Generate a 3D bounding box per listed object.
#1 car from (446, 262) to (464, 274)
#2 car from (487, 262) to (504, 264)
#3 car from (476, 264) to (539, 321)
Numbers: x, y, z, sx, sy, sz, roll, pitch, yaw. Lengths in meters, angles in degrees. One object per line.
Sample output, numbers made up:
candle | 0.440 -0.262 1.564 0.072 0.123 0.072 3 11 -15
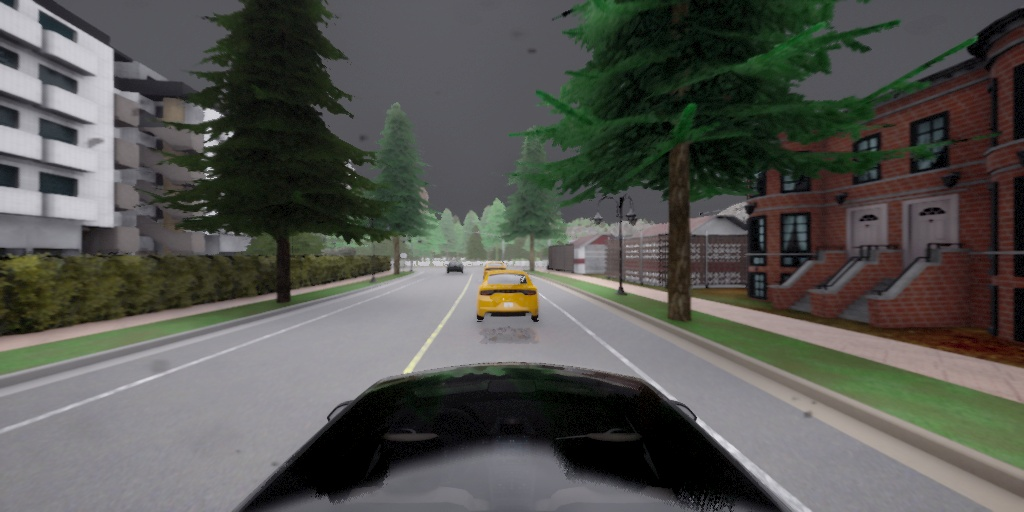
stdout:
car | -6.356 1.338 40.286 1.895 1.301 4.718 0 0 -7
car | -1.420 1.214 29.775 1.882 1.535 5.008 0 0 -5
car | -0.188 1.222 12.479 1.882 1.535 5.008 0 0 -2
